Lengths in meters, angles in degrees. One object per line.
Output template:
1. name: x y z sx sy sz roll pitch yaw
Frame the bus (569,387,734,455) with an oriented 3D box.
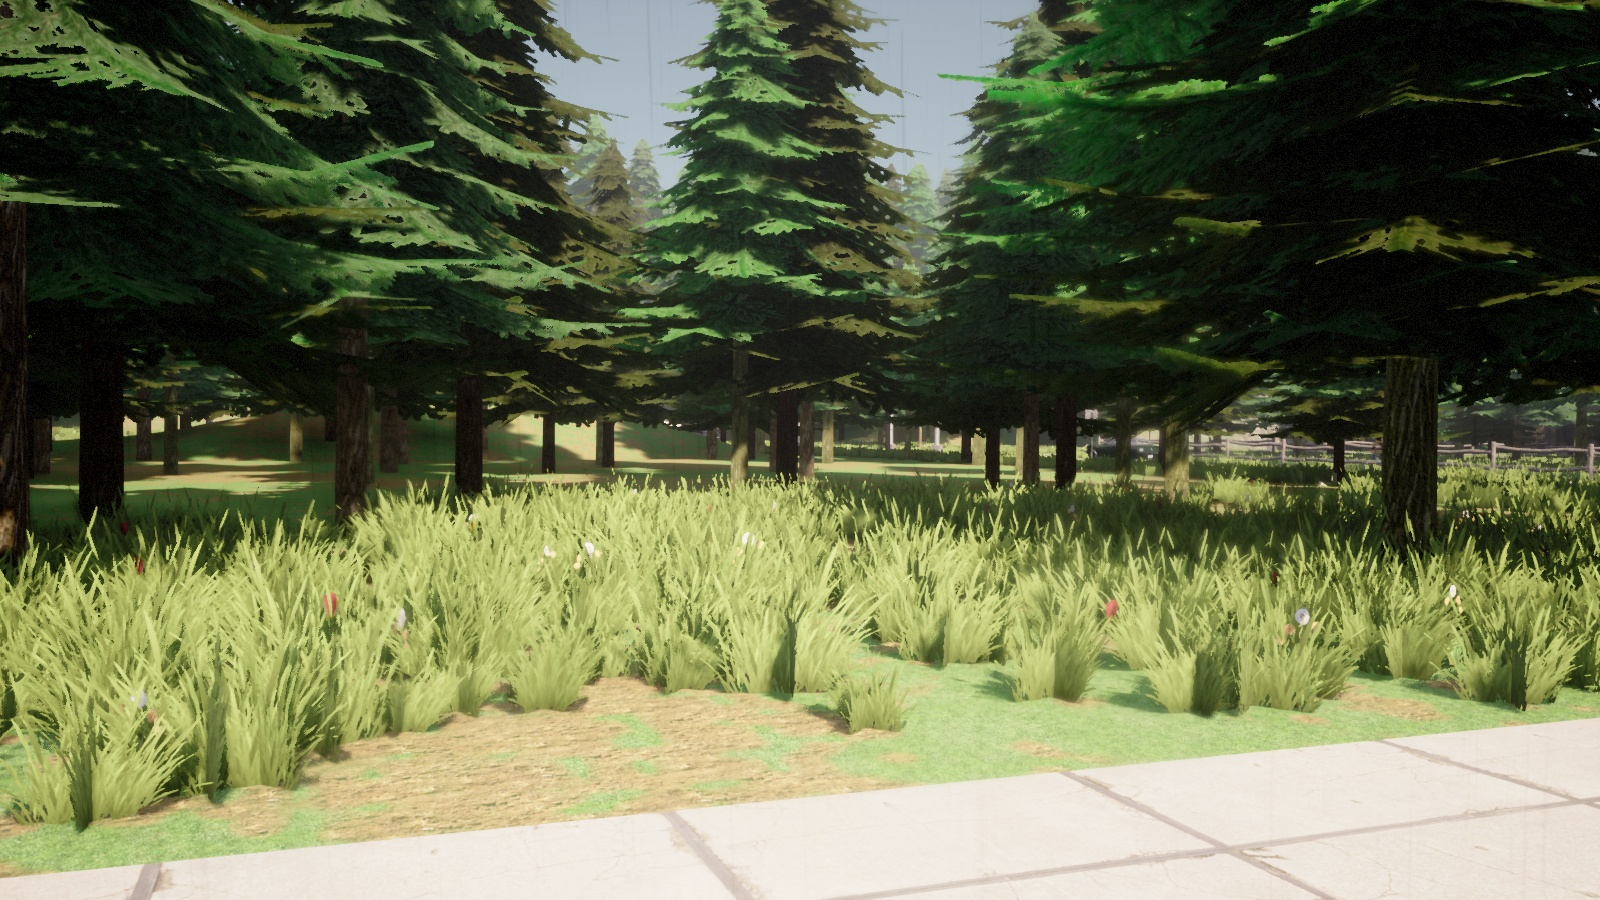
1. bus: -9.683 -1.848 82.793 10.273 4.253 3.944 -1 0 3

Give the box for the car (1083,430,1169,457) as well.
1. car: 16.733 -0.362 64.693 1.895 1.301 4.718 -1 1 -20
